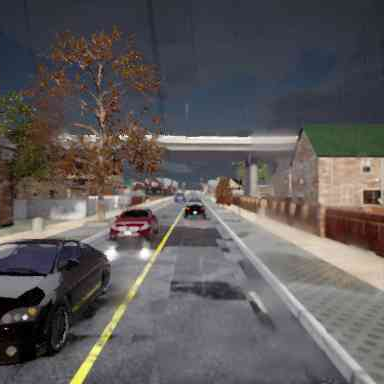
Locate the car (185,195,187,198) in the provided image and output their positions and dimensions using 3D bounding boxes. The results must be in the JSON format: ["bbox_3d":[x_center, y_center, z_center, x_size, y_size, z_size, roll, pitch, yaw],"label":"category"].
[{"bbox_3d":[0.397,1.473,43.631,2.033,1.411,5.357,0,0,1],"label":"car"}]

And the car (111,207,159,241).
[{"bbox_3d":[-2.721,1.495,16.526,1.812,1.442,4.674,0,0,0],"label":"car"}]

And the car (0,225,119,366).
[{"bbox_3d":[-2.816,1.549,5.883,1.994,1.385,4.181,0,0,0],"label":"car"}]

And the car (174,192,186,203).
[{"bbox_3d":[-2.252,1.125,64.885,2.150,2.045,5.566,0,0,1],"label":"car"}]

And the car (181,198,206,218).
[{"bbox_3d":[0.280,1.482,29.171,1.812,1.442,4.674,0,0,1],"label":"car"}]
